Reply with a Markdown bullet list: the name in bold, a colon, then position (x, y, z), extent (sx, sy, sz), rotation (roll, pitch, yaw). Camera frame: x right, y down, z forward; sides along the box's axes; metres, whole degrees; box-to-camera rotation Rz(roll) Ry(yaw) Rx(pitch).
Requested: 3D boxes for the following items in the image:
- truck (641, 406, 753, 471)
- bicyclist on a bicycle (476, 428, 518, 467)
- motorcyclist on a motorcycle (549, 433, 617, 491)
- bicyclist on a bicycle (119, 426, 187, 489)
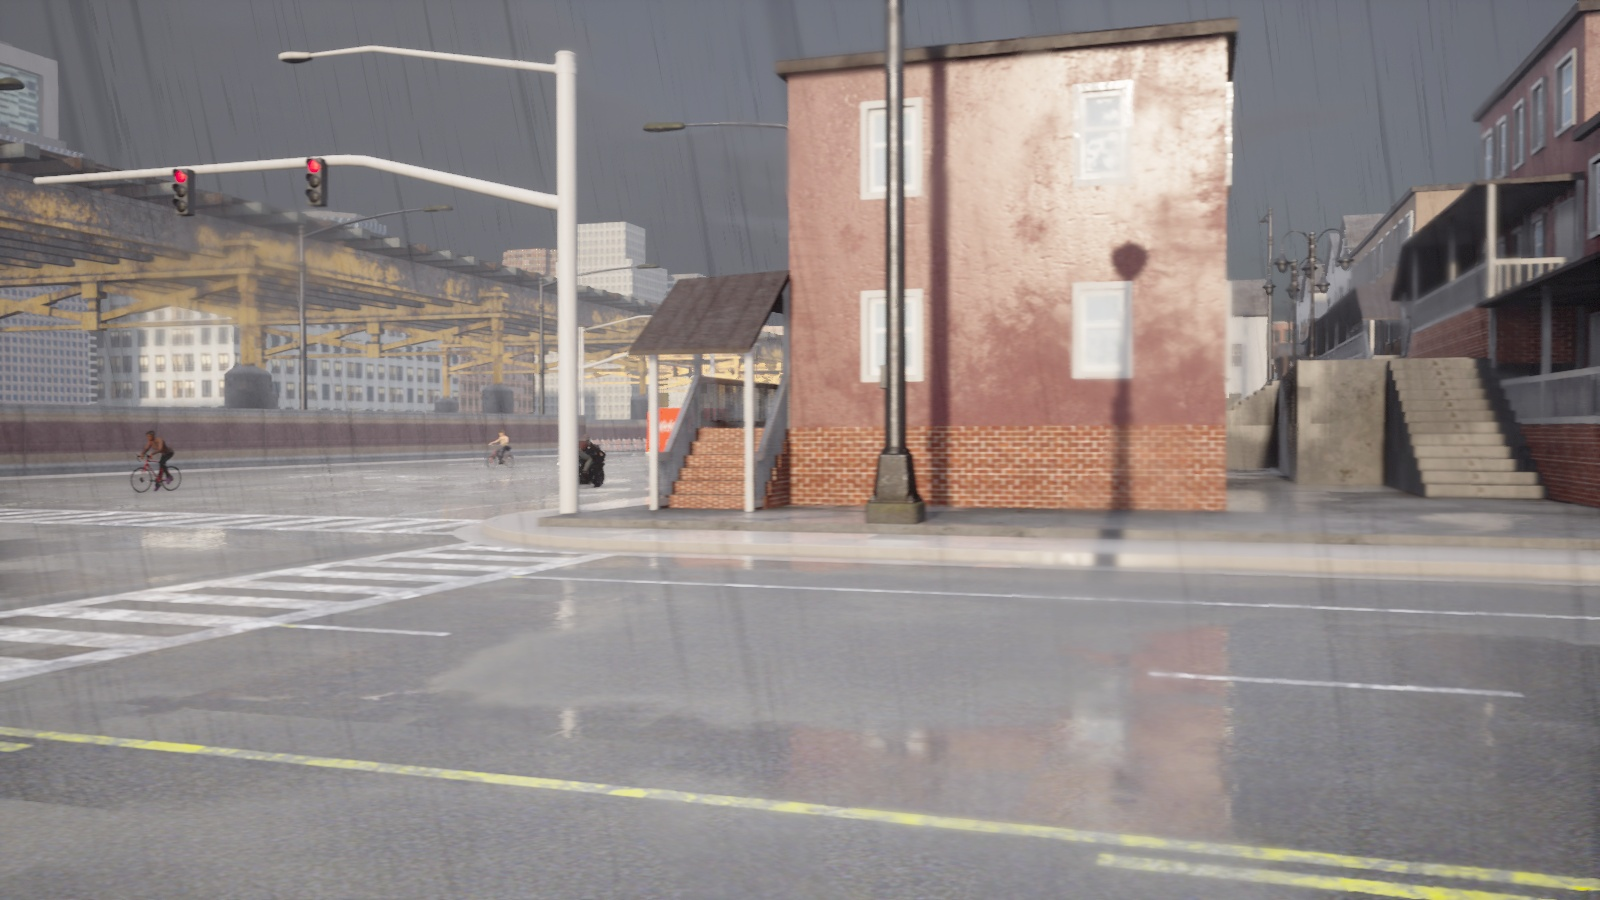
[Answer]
- **truck**: position (-4.045, -0.482, 50.334), extent (2.627, 2.467, 5.204), rotation (1, 1, 19)
- **bicyclist on a bicycle**: position (-12.634, -0.124, 52.387), extent (0.866, 1.612, 1.509), rotation (1, 1, 36)
- **motorcyclist on a motorcycle**: position (-5.860, 0.295, 33.983), extent (0.866, 1.530, 2.191), rotation (0, 1, 19)
- **bicyclist on a bicycle**: position (-17.128, 0.181, 33.280), extent (0.582, 1.620, 1.656), rotation (1, 1, 19)
